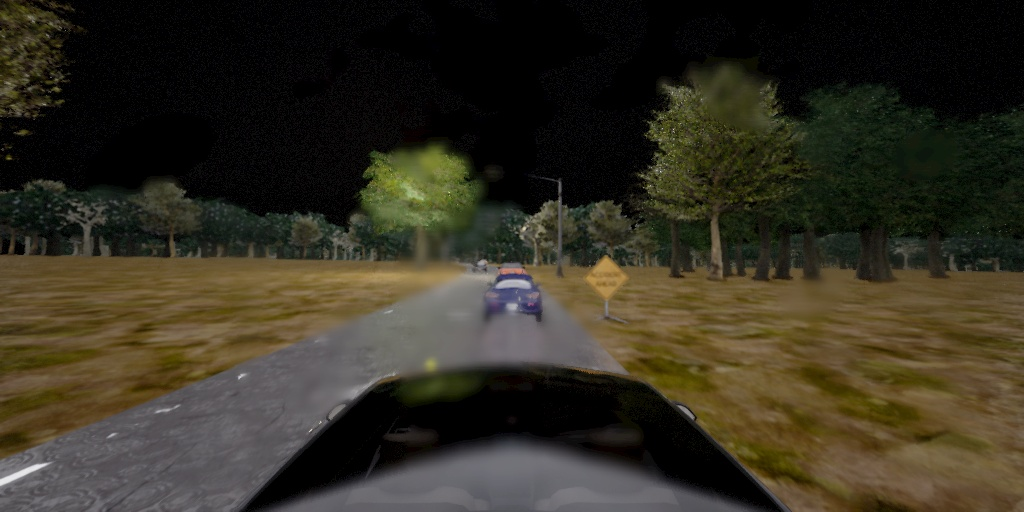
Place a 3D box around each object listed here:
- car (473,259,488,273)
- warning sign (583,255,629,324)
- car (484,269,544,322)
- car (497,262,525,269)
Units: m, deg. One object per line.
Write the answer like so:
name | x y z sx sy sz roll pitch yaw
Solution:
car | -4.362 1.495 49.253 1.812 1.442 4.674 0 0 -5
warning sign | 2.664 0.897 10.092 1.300 1.860 1.060 0 0 0
car | 0.089 1.316 12.343 1.812 1.442 4.674 0 -1 1
car | -0.053 1.210 27.506 2.097 1.767 4.553 0 0 -1
